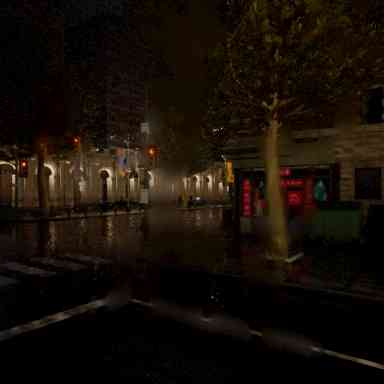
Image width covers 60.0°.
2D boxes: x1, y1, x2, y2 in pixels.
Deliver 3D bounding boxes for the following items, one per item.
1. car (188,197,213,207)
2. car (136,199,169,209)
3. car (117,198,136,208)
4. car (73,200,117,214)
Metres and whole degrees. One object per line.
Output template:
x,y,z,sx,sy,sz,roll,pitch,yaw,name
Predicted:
1.339,1.547,52.533,2.033,1.411,5.357,0,0,36,car
-4.913,1.564,43.889,1.994,1.385,4.181,0,0,35,car
-10.214,1.595,47.895,1.895,1.301,4.718,0,0,36,car
-10.674,1.564,35.884,1.994,1.385,4.181,0,0,36,car
